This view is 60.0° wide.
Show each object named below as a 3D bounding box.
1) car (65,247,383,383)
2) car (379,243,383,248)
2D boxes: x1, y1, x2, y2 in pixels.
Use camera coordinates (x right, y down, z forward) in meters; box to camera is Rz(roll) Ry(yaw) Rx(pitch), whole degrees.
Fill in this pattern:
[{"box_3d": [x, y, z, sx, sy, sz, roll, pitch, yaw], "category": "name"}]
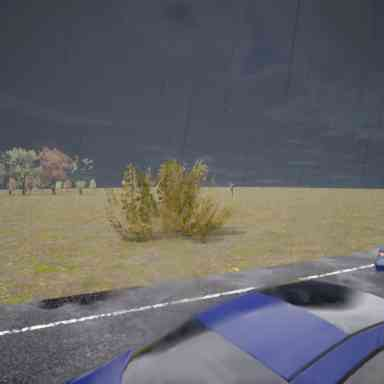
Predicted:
[{"box_3d": [1.258, 1.526, 2.748, 4.674, 1.442, 1.812, 0, 0, -29], "category": "car"}, {"box_3d": [6.784, 1.549, 9.275, 2.033, 1.411, 5.357, 0, 0, 45], "category": "car"}]
